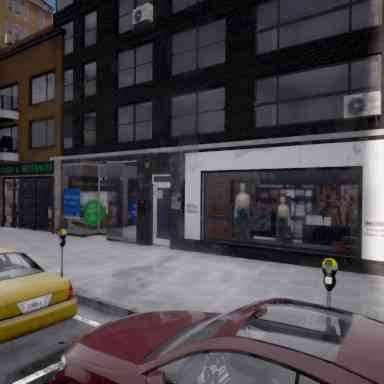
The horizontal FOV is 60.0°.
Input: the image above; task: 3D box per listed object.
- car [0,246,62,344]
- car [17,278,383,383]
[{"bbox_3d":[-4.065,1.523,5.977,4.829,1.417,1.752,0,1,36],"label":"car"},{"bbox_3d":[0.621,1.582,2.634,4.206,1.307,1.802,0,1,36],"label":"car"}]
